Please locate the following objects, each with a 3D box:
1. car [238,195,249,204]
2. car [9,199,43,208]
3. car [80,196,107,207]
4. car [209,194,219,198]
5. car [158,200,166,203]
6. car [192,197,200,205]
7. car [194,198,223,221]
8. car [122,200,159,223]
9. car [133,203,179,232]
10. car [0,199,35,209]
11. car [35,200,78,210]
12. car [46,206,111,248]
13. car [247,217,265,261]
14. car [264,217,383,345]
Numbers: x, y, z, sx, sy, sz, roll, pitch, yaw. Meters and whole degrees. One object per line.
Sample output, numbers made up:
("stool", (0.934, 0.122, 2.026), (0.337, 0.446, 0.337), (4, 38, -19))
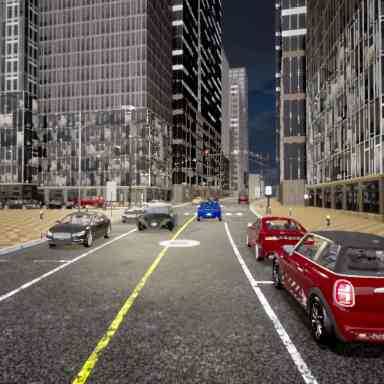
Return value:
("car", (10.076, 1.410, 65.095), (2.192, 1.841, 5.009), (1, 0, 13))
("car", (-26.036, 1.833, 52.189), (4.403, 1.369, 2.008), (0, -1, 13))
("car", (-15.149, 1.534, 49.612), (5.009, 1.841, 2.192), (0, -1, 13))
("car", (5.153, 1.490, 78.779), (2.192, 1.841, 5.009), (1, 0, 14))
("car", (-4.994, 1.696, 43.848), (4.718, 1.301, 1.895), (-1, -1, 31))
("car", (1.159, 1.640, 62.540), (1.752, 1.417, 4.829), (1, 0, 12))
("car", (1.478, 1.494, 27.147), (1.882, 1.535, 5.008), (0, 0, 5))
("car", (-4.130, 1.573, 25.678), (2.008, 1.369, 4.403), (1, 0, 5))
("car", (-1.947, 1.576, 20.104), (1.994, 1.385, 4.181), (0, 0, 4))
("car", (-22.401, 1.653, 43.229), (4.403, 1.369, 2.008), (0, -1, 13))
("car", (-16.960, 1.637, 41.939), (4.313, 1.339, 1.947), (0, -1, 13))
("car", (-4.881, 1.561, 14.887), (2.008, 1.369, 4.403), (1, 0, 3))
("car", (3.006, 1.547, 11.979), (1.887, 1.381, 4.507), (1, 0, 3))
("car", (2.814, 1.441, 6.340), (1.967, 1.590, 4.097), (1, 0, 2))
